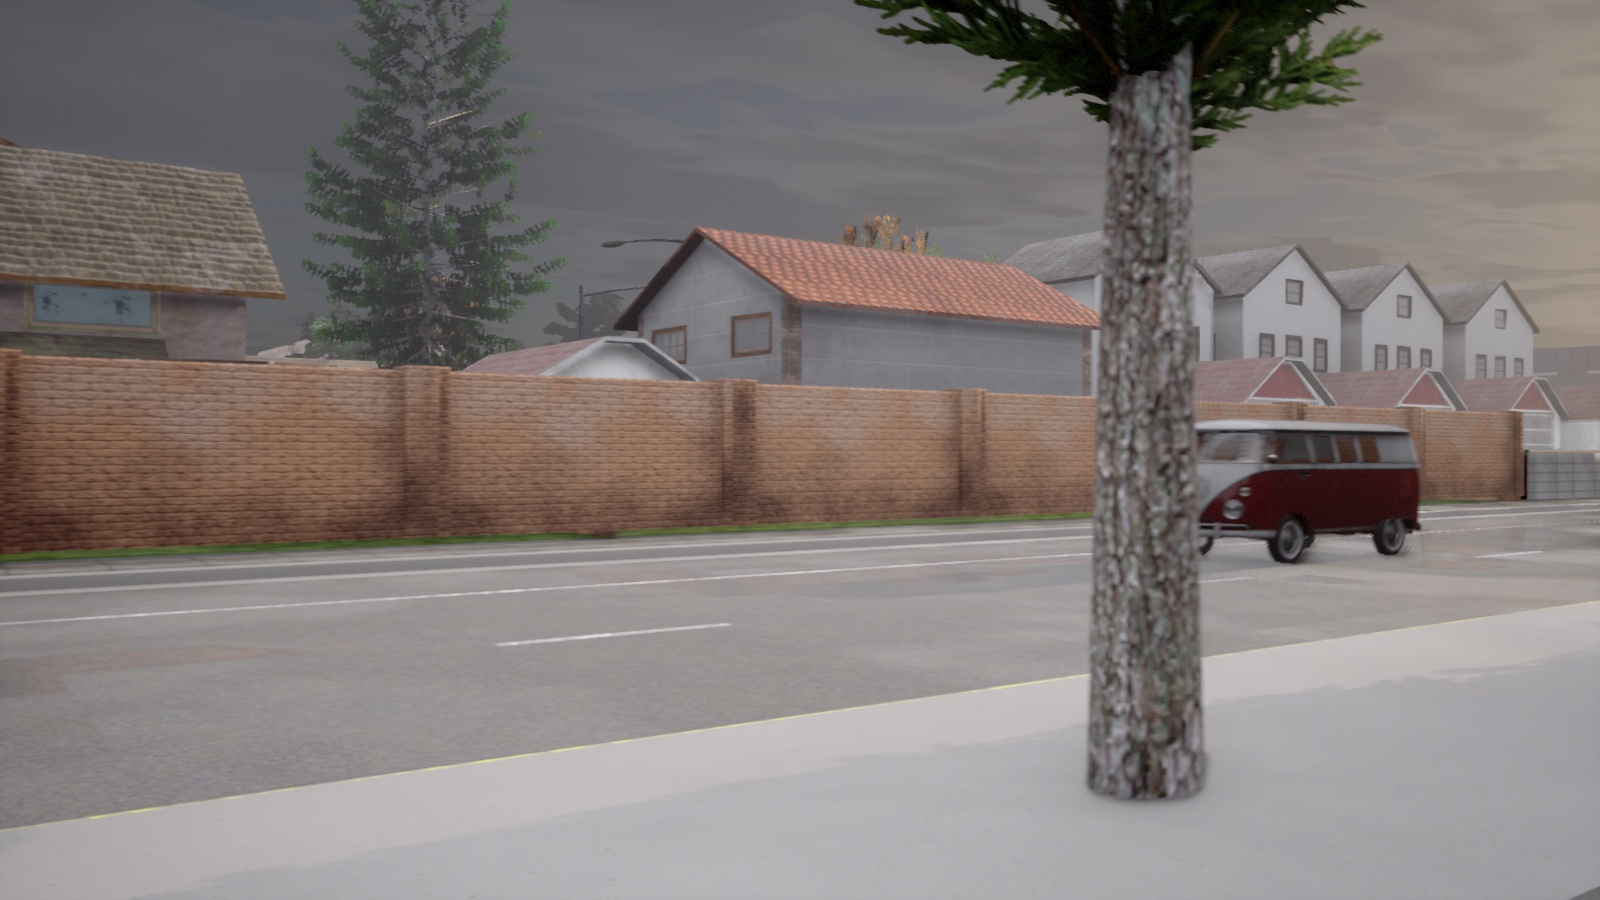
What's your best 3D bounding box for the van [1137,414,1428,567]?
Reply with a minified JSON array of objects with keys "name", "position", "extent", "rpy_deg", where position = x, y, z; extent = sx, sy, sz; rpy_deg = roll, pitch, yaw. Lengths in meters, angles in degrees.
[{"name":"van","position":[7.110,0.528,18.356],"extent":[4.442,1.987,1.775],"rpy_deg":[0,0,-35]}]
